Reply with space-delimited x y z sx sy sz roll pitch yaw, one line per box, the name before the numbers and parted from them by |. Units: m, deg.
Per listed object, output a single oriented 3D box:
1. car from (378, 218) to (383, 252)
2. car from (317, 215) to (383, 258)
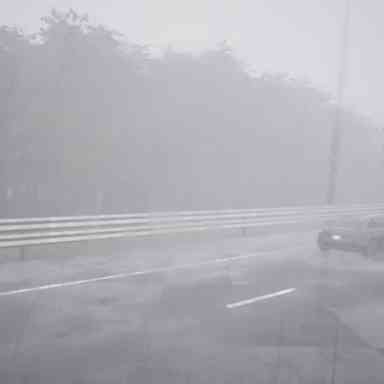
car | 7.476 1.506 9.130 4.902 1.511 2.128 0 0 -35
car | 6.743 1.580 12.894 4.181 1.385 1.994 0 0 -35
